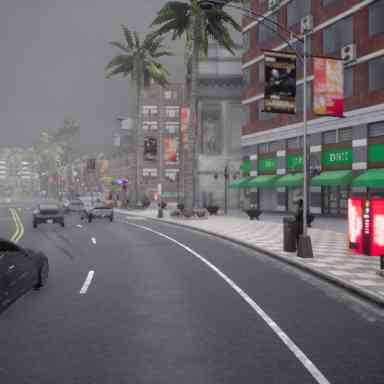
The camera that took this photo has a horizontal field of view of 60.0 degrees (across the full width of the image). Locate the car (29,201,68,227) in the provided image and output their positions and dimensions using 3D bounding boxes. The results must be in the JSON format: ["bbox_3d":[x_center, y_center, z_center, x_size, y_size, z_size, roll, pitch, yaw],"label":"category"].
[{"bbox_3d":[-9.803,1.506,22.511,1.837,1.490,4.892,0,0,-27],"label":"car"}]

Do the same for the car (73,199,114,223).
[{"bbox_3d":[-7.487,1.492,25.844,2.128,1.511,4.902,0,0,-29],"label":"car"}]

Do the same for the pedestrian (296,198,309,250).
[{"bbox_3d":[3.822,1.141,11.725,0.375,1.860,0.375,0,0,-13],"label":"pedestrian"}]

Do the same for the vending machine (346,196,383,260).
[{"bbox_3d":[6.073,1.195,11.452,1.100,2.100,0.880,0,0,-12],"label":"vending machine"}]

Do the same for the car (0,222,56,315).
[{"bbox_3d":[-4.127,1.526,6.102,1.812,1.442,4.674,0,0,-8],"label":"car"}]

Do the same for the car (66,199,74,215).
[{"bbox_3d":[-12.145,1.492,34.049,2.128,1.511,4.902,0,0,-28],"label":"car"}]
